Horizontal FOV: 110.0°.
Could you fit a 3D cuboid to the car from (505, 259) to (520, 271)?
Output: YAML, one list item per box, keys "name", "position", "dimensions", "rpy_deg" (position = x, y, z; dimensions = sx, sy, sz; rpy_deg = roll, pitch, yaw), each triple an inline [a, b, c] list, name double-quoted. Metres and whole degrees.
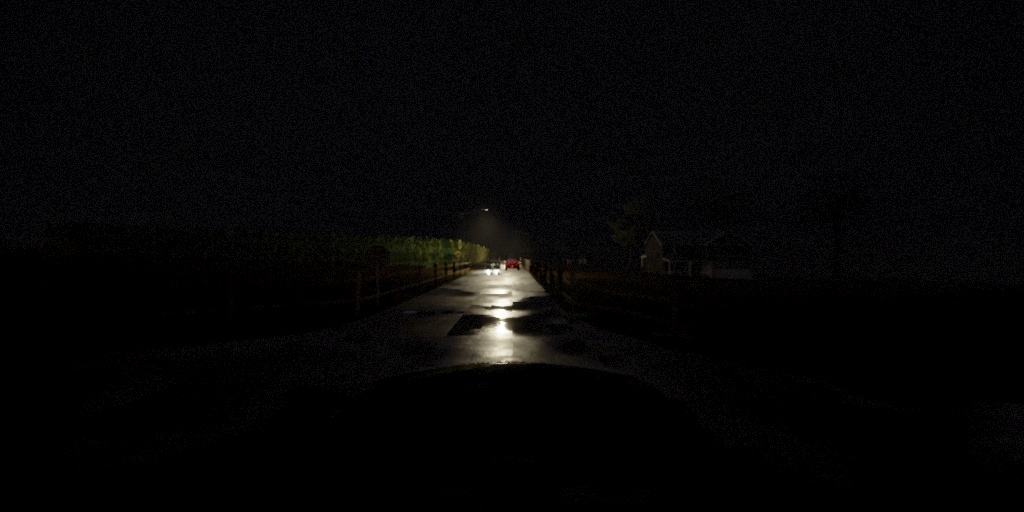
- name: "car"
  position: [0.039, 1.150, 47.776]
  dimensions: [1.882, 1.535, 5.008]
  rpy_deg: [0, 0, 0]

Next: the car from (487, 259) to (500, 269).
- name: "car"
  position: [-2.706, 1.153, 52.809]
  dimensions: [2.128, 1.511, 4.902]
  rpy_deg: [0, 0, 0]
